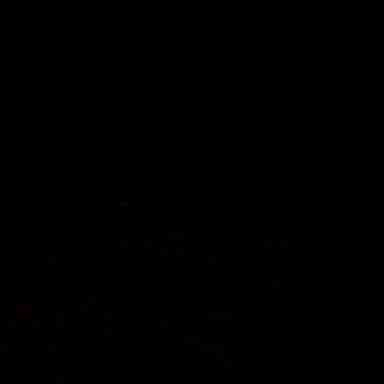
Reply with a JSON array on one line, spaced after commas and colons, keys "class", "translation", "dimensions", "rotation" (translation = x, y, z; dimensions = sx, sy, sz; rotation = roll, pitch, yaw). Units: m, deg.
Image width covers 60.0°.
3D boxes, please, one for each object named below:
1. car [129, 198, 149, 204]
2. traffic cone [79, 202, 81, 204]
[{"class": "car", "translation": [-13.263, 2.210, 82.821], "dimensions": [5.008, 1.535, 1.882], "rotation": [0, 0, -8]}, {"class": "traffic cone", "translation": [-28.736, 2.666, 85.104], "dimensions": [0.340, 0.580, 0.340], "rotation": [0, 0, 7]}]
